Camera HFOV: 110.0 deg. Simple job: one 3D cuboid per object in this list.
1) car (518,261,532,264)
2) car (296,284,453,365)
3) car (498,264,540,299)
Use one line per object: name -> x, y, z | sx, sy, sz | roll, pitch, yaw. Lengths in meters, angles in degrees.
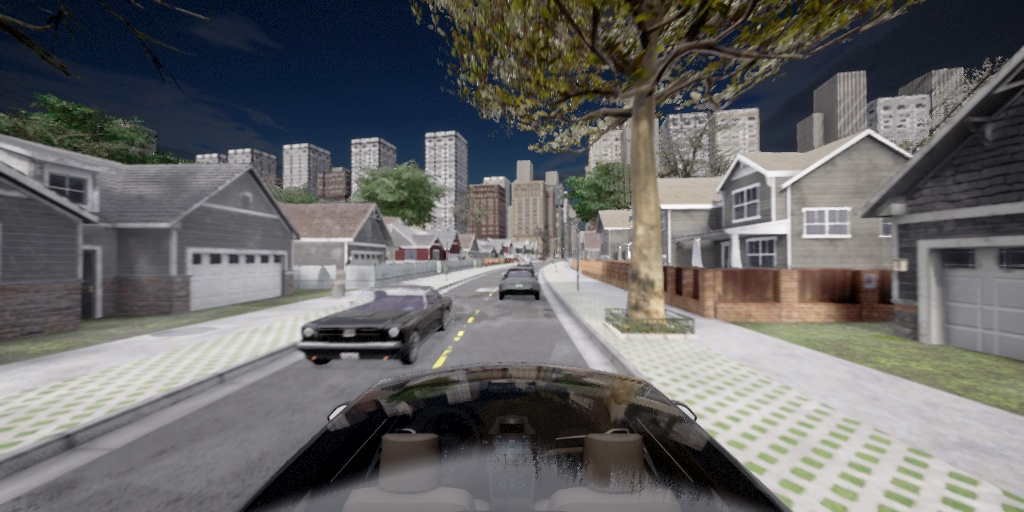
car -> 1.315, 1.222, 36.072 | 2.128, 1.511, 4.902 | 0, 0, 4
car -> -2.670, 1.357, 8.163 | 1.895, 1.301, 4.718 | 0, 0, 1
car -> 0.394, 1.303, 18.127 | 1.994, 1.385, 4.181 | 0, 0, 2
